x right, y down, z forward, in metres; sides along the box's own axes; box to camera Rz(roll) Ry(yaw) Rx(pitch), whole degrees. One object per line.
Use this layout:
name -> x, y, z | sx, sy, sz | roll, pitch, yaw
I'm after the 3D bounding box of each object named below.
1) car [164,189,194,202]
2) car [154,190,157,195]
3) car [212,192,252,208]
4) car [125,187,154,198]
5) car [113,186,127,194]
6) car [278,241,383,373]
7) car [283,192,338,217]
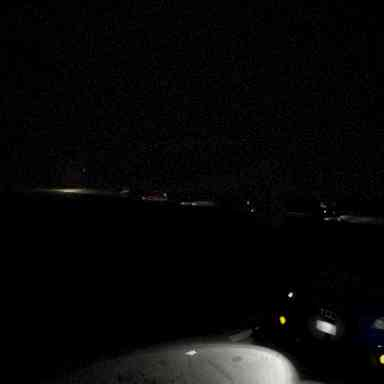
car -> -1.737, 0.415, 42.550 | 1.837, 1.490, 4.892 | -3, 4, -35
car -> -7.910, -0.088, 56.343 | 1.895, 1.301, 4.718 | -3, 4, -35
car -> 4.047, 0.732, 34.371 | 2.128, 1.511, 4.902 | -3, 4, -35
car -> -8.259, 0.152, 51.836 | 1.895, 1.301, 4.718 | -3, 4, -35
car -> -13.804, -0.495, 64.651 | 2.128, 1.511, 4.902 | -3, 4, -35
car -> 3.353, 1.559, 5.439 | 4.181, 1.385, 1.994 | 0, 0, -35
car -> 9.374, 0.899, 26.860 | 2.097, 1.767, 4.553 | -3, 4, -35
